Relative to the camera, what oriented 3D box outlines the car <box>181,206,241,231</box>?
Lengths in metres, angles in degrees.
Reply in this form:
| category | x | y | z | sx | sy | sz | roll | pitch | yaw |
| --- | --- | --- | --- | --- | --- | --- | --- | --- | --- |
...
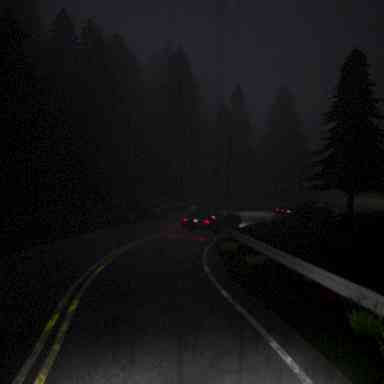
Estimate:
| category | x | y | z | sx | sy | sz | roll | pitch | yaw |
| --- | --- | --- | --- | --- | --- | --- | --- | --- | --- |
| car | 1.300 | 1.538 | 19.549 | 2.033 | 1.411 | 5.357 | 2 | 1 | 26 |

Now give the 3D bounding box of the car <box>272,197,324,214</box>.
| category | x | y | z | sx | sy | sz | roll | pitch | yaw |
| --- | --- | --- | --- | --- | --- | --- | --- | --- | --- |
| car | 10.178 | 1.274 | 31.844 | 4.718 | 1.301 | 1.895 | -1 | 5 | -26 |

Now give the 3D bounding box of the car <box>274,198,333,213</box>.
| category | x | y | z | sx | sy | sz | roll | pitch | yaw |
| --- | --- | --- | --- | --- | --- | --- | --- | --- | --- |
| car | 9.391 | 1.494 | 27.689 | 5.357 | 1.411 | 2.033 | 0 | 4 | -28 |
